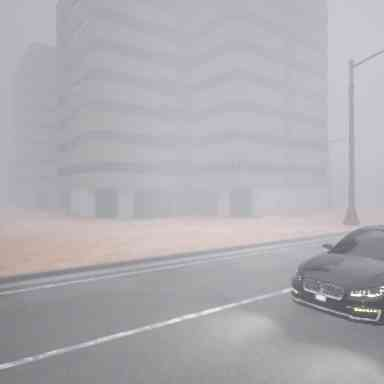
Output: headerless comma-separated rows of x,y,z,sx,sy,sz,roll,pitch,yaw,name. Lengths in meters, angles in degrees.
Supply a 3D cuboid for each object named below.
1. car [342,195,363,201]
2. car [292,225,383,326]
40.584,1.608,85.014,1.970,1.475,3.806,0,-1,-37,car
4.109,1.488,6.883,4.892,1.490,1.837,0,0,-35,car
